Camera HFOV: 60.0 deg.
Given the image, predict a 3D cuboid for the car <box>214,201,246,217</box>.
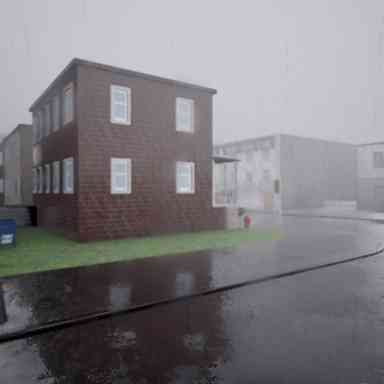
[{"bbox_3d":[2.603,1.513,29.672,1.895,1.301,4.718,0,0,-35],"label":"car"}]
